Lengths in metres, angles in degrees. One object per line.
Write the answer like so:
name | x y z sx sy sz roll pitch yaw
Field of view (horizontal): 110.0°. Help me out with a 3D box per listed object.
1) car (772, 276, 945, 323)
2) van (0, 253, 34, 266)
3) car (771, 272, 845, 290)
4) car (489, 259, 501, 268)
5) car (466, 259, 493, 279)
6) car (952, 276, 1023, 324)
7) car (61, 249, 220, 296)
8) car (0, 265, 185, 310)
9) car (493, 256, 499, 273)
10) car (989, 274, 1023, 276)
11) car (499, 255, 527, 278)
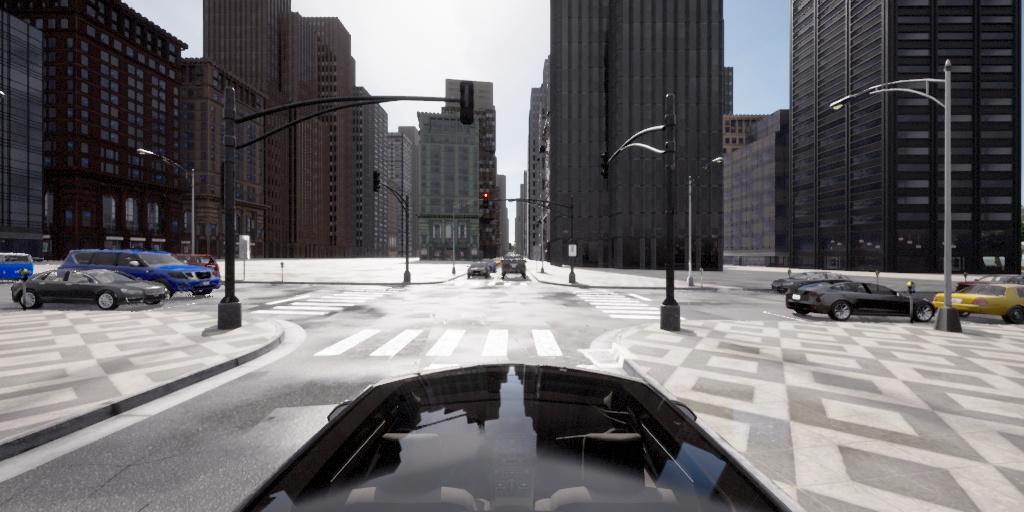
car | 12.150 1.523 12.696 4.313 1.339 1.948 0 0 0
van | -31.105 0.679 21.224 3.998 1.789 1.690 0 0 0
car | 17.820 1.590 21.208 4.403 1.370 2.007 0 0 0
car | -2.913 1.226 63.605 1.882 1.535 5.008 0 0 1
car | -3.035 1.253 33.250 1.837 1.490 4.892 0 0 0
car | 17.962 1.570 12.683 4.829 1.417 1.751 0 0 0
car | -15.904 0.766 15.420 5.566 2.045 2.150 1 0 0
car | -14.758 1.116 12.661 4.403 1.370 2.007 0 0 0
car | -3.009 1.101 43.504 2.097 1.767 4.553 0 0 0
car | 29.106 1.765 21.183 4.507 1.381 1.888 0 0 0
car | 0.166 0.969 33.417 2.150 2.045 5.566 0 0 0
